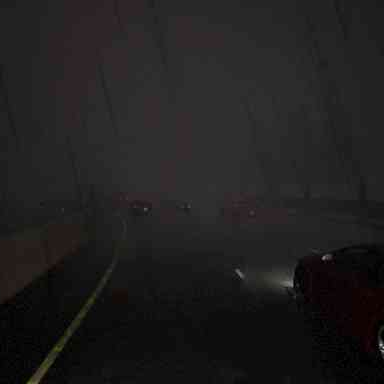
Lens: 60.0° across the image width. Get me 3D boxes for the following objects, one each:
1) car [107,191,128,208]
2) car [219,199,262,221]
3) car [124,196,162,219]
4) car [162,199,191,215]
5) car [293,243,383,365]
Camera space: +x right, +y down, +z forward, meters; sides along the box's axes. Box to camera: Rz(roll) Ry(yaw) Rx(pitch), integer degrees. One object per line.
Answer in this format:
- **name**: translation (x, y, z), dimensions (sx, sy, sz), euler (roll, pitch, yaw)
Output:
- **car**: translation (-9.548, 0.928, 42.856), dimensions (2.150, 2.045, 5.566), euler (0, 0, -21)
- **car**: translation (3.605, 1.280, 25.612), dimensions (1.882, 1.535, 5.008), euler (0, 0, -14)
- **car**: translation (-4.125, 1.312, 27.339), dimensions (2.163, 1.488, 4.792), euler (0, 0, -15)
- **car**: translation (-1.623, 1.320, 31.360), dimensions (2.033, 1.411, 5.357), euler (0, 0, -18)
- **car**: translation (3.230, 1.515, 5.427), dimensions (1.994, 1.385, 4.181), euler (0, 0, -4)
